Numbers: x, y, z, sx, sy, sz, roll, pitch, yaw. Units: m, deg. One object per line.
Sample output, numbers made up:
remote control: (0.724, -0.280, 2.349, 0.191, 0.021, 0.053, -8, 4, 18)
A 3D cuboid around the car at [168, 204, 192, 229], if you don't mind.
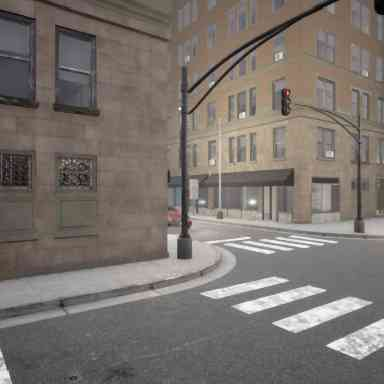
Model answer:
car: (-1.890, 1.427, 19.828, 1.812, 1.442, 4.674, 0, 0, -36)
